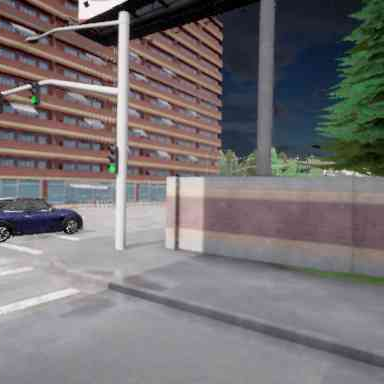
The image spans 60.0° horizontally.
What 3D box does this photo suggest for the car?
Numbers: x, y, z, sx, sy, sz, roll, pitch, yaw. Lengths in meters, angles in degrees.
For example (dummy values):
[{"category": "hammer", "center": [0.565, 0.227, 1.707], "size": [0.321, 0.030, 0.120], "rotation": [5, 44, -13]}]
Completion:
[{"category": "car", "center": [-6.974, 1.008, 14.238], "size": [2.097, 1.767, 4.553], "rotation": [2, 1, 35]}]
